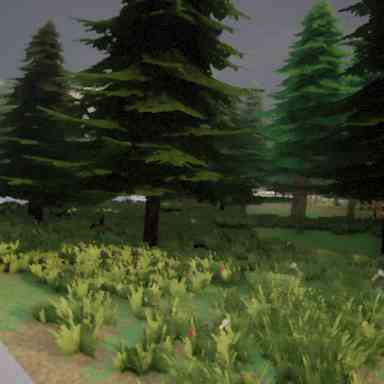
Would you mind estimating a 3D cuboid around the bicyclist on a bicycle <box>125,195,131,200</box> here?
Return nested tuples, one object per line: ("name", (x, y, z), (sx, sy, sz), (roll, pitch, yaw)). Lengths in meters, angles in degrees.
("bicyclist on a bicycle", (-7.576, 0.674, 38.472), (1.656, 1.620, 0.582), (11, 6, 37))
